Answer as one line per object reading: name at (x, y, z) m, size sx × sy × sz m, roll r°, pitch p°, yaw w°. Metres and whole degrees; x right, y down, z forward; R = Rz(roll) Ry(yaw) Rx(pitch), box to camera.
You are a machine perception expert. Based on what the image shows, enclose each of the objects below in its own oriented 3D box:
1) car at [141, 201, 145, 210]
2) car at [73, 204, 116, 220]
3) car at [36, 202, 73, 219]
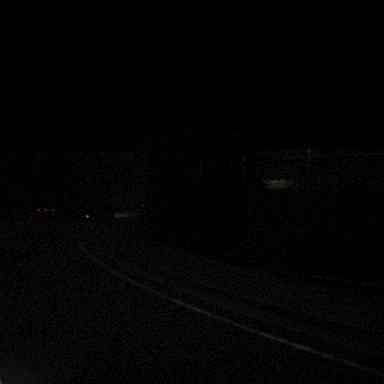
car at (-5.310, 1.652, 44.813) m, size 1.882 × 1.535 × 5.008 m, roll 1°, pitch 0°, yaw 11°
car at (-8.068, 1.654, 28.552) m, size 1.895 × 1.301 × 4.718 m, roll 1°, pitch 0°, yaw 5°
car at (-11.619, 1.561, 29.660) m, size 2.033 × 1.411 × 5.357 m, roll 1°, pitch 0°, yaw 8°
